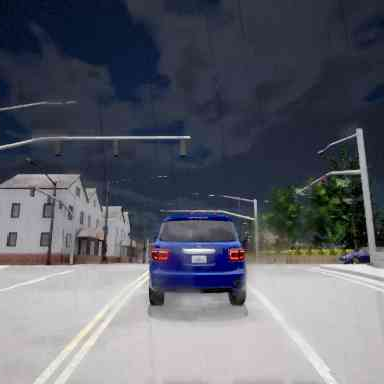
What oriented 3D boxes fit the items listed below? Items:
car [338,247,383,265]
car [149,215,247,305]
[{"bbox_3d":[15.449,5.654,29.567,4.553,1.767,2.097,0,-12,1],"label":"car"},{"bbox_3d":[0.086,1.759,9.275,2.150,2.045,5.566,0,-7,-1],"label":"car"}]
